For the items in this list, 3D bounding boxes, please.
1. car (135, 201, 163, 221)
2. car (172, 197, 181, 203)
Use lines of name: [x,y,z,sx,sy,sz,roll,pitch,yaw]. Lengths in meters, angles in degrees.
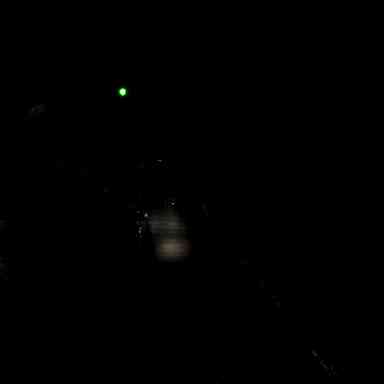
car: [-3.485,1.550,27.778,2.128,1.511,4.902,0,0,0]
car: [-3.472,1.731,73.773,1.895,1.301,4.718,0,0,0]
